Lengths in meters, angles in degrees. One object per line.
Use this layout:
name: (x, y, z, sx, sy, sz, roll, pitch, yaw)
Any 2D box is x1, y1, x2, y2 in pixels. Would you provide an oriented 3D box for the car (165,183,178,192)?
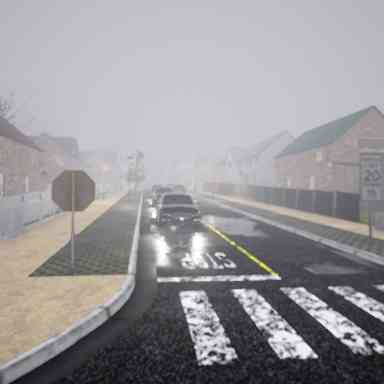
car: (-3.612, -0.764, 57.048, 1.812, 1.442, 4.674, 1, 2, -8)

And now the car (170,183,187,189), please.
car: (-1.837, -0.313, 44.664, 1.882, 1.535, 5.008, 1, 2, -8)

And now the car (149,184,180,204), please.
car: (-2.384, 0.353, 27.695, 1.837, 1.490, 4.892, 1, 2, -8)

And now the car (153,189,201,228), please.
car: (-0.762, 0.813, 16.340, 1.837, 1.490, 4.892, 1, 2, -8)
